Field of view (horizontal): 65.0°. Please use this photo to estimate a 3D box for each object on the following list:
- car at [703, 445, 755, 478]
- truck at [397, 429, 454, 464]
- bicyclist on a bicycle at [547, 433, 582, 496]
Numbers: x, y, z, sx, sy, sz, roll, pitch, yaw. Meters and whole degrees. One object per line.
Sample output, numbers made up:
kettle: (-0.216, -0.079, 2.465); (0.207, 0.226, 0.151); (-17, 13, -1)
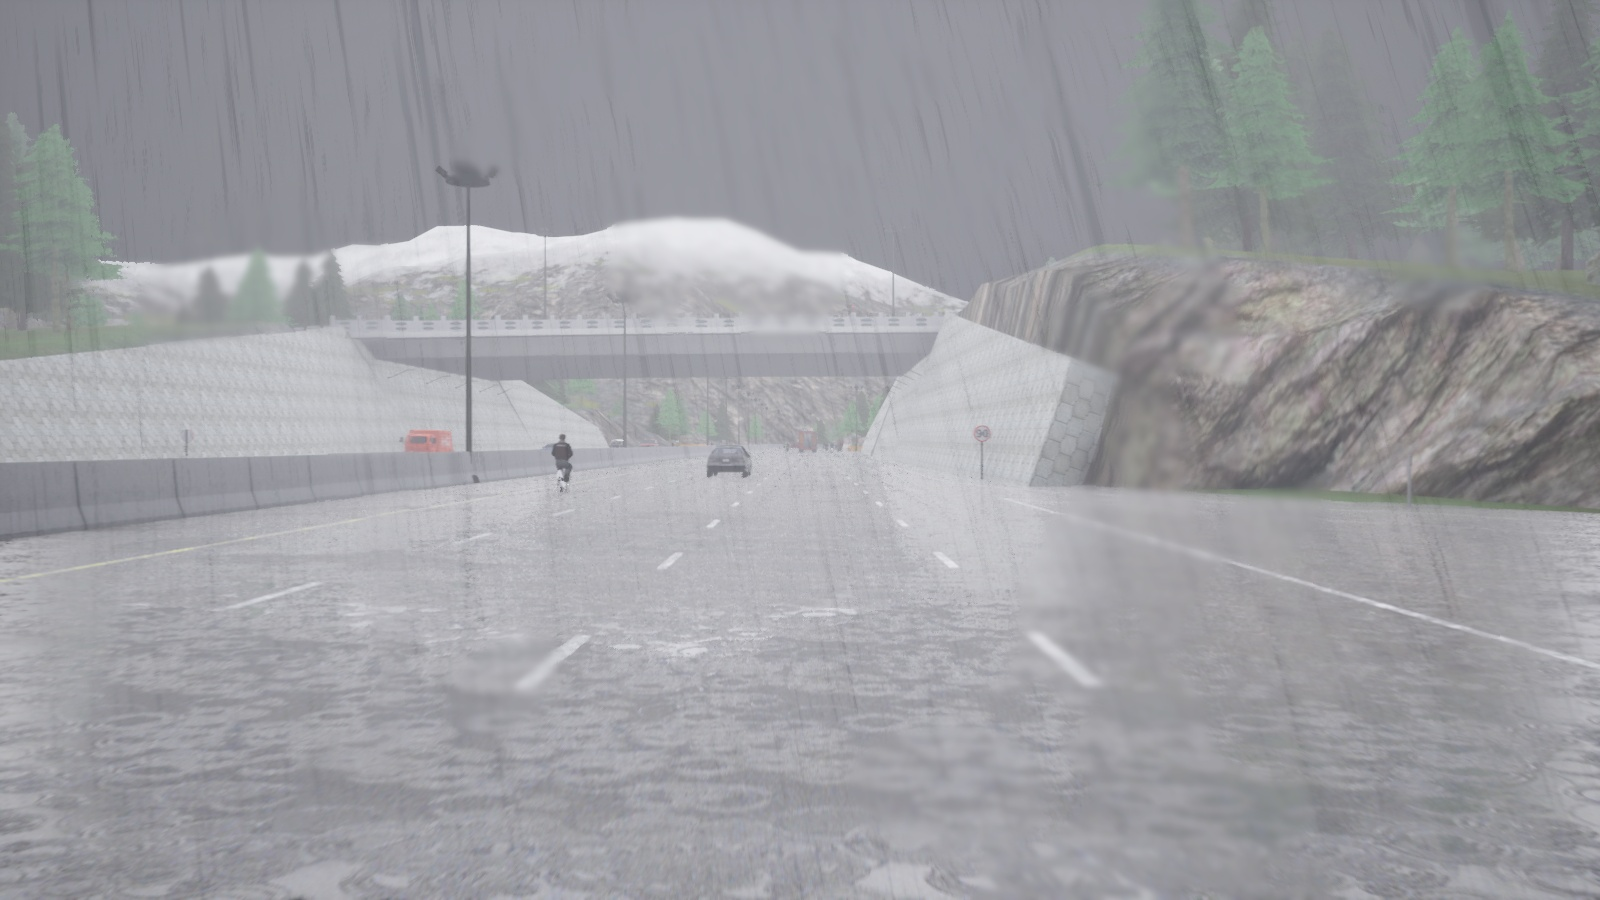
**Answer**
car: (-3.162, 0.472, 56.724); (2.033, 1.411, 5.357); (0, 0, 0)
truck: (-27.460, -0.283, 92.305); (2.627, 2.467, 5.204); (0, 0, 0)
bicyclist on a bicycle: (-6.779, 0.408, 36.175); (0.659, 1.776, 1.843); (0, 0, 0)
